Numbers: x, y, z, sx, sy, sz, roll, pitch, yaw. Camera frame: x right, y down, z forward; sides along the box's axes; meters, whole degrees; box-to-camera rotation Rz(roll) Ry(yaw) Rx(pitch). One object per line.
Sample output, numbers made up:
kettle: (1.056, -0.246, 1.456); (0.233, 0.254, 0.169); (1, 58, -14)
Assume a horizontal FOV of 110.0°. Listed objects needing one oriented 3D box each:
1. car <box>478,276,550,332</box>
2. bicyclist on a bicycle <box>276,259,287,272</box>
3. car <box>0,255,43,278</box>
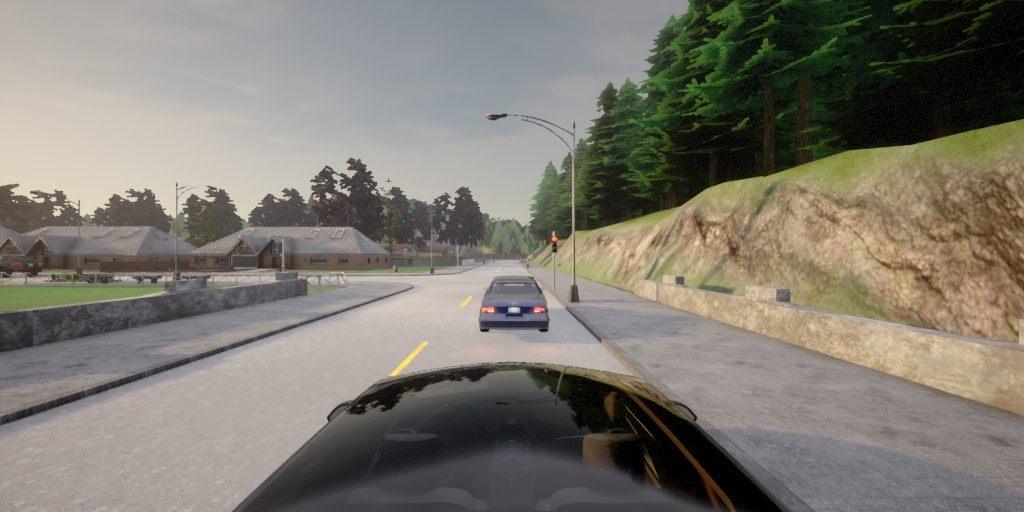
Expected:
car: (0.062, 1.297, 10.811); (2.033, 1.411, 5.357); (0, 0, 0)
bicyclist on a bicycle: (-24.167, 1.099, 37.589); (0.582, 1.620, 1.656); (0, 0, 0)
car: (-47.379, 0.971, 33.336); (5.566, 2.045, 2.150); (0, 0, 1)
